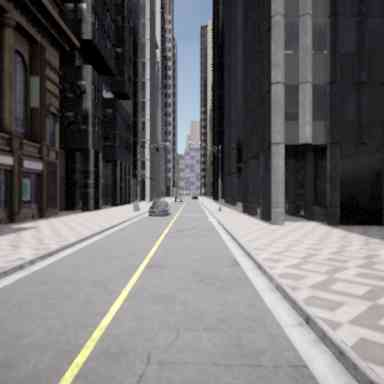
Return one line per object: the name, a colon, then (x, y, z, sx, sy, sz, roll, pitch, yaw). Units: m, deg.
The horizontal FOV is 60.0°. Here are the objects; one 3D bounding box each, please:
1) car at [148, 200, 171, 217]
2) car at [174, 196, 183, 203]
car: (-3.088, 1.551, 32.249, 1.837, 1.490, 4.892, 0, 0, 0)
car: (-2.989, 1.611, 74.047, 1.812, 1.442, 4.674, 0, 0, 0)
